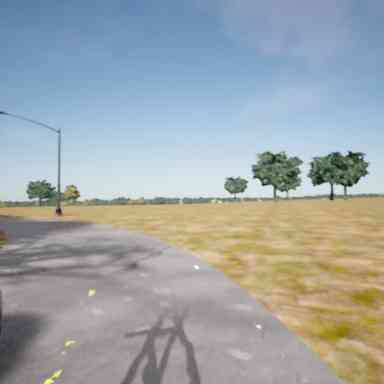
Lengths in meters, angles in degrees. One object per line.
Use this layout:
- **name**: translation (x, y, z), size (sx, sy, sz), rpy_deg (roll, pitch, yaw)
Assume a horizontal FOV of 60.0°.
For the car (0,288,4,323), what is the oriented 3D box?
- **car**: translation (-3.429, 1.576, 3.030), size (1.812, 1.442, 4.674), rpy_deg (0, 0, -7)
